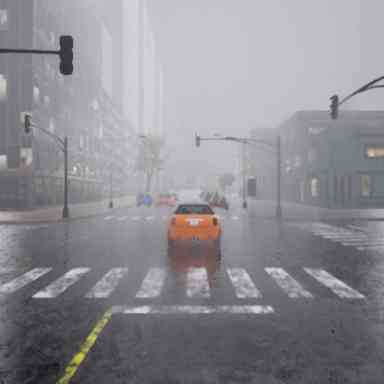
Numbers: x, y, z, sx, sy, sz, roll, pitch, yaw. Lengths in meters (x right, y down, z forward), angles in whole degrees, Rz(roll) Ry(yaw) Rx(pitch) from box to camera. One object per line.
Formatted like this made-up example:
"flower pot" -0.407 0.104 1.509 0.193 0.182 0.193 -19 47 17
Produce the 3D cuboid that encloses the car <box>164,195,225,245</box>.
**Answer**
"car" 0.093 1.185 14.771 2.097 1.767 4.553 0 1 0

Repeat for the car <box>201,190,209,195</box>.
"car" 2.712 0.797 45.901 2.192 1.841 5.009 1 1 0

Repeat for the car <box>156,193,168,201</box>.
"car" -5.671 0.872 62.887 1.802 1.307 4.206 1 1 0

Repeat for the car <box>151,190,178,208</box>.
"car" -3.090 0.921 38.229 2.097 1.767 4.553 0 1 0

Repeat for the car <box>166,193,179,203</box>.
"car" -3.064 0.895 53.968 1.837 1.490 4.892 0 1 0

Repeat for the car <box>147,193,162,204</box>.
"car" -5.671 0.946 51.369 1.752 1.417 4.829 1 1 0

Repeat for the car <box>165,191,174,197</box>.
"car" -5.668 0.583 85.581 2.008 1.369 4.403 1 1 0

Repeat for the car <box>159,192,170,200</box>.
"car" -5.670 0.791 68.561 1.947 1.339 4.313 1 1 0

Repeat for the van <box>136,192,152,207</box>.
"van" -5.669 0.888 40.190 1.690 1.788 3.998 1 1 0

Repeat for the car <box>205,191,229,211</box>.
"car" 2.709 1.051 34.555 1.967 1.590 4.097 1 1 0

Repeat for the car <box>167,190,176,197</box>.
"car" -5.663 0.283 91.253 2.192 1.841 5.009 1 1 0

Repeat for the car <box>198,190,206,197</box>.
"car" 2.714 0.407 91.291 1.967 1.590 4.097 1 1 0

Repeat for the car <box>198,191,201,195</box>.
"car" 2.714 0.540 68.596 2.192 1.841 5.009 1 1 0

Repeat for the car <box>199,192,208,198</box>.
"car" 2.711 0.662 79.946 1.947 1.339 4.313 1 1 0

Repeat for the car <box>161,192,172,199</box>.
"car" -5.669 0.727 74.234 1.947 1.339 4.313 1 1 0
